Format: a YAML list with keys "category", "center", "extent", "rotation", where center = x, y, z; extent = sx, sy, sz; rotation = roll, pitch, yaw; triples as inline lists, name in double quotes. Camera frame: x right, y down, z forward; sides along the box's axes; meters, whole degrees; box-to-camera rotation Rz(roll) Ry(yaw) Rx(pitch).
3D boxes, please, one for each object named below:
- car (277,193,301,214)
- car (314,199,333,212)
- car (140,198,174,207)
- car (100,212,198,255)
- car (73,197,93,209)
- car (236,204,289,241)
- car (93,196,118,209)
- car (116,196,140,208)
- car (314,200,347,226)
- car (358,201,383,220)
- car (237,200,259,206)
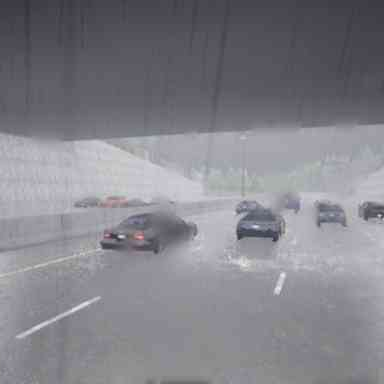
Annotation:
- category: "car"
  center: [10.279, 1.155, 35.297]
  extent: [2.150, 2.045, 5.566]
  rotation: [0, 0, 20]
- category: "car"
  center: [15.244, 1.534, 38.717]
  extent: [1.895, 1.301, 4.718]
  rotation: [0, 0, 20]
- category: "car"
  center: [-3.642, 1.412, 38.532]
  extent: [2.128, 1.511, 4.902]
  rotation: [0, 0, 20]
- category: "car"
  center: [-1.438, 1.520, 13.315]
  extent: [2.033, 1.411, 5.357]
  rotation: [0, 0, 20]
- category: "car"
  center: [-13.196, 1.410, 42.978]
  extent: [1.837, 1.490, 4.892]
  rotation: [0, 0, 20]
- category: "car"
  center: [3.554, 1.533, 16.796]
  extent: [1.994, 1.385, 4.181]
  rotation: [0, 0, 20]
- category: "car"
  center: [-9.858, 1.262, 41.909]
  extent: [2.097, 1.767, 4.553]
  rotation: [0, 0, 20]
- category: "car"
  center: [-6.846, 1.480, 39.961]
  extent: [1.994, 1.385, 4.181]
  rotation: [0, 0, 20]
- category: "car"
  center: [9.517, 1.508, 22.954]
  extent: [2.033, 1.411, 5.357]
  rotation: [0, 0, 20]
- category: "car"
  center: [14.628, 1.461, 26.771]
  extent: [1.837, 1.490, 4.892]
  rotation: [0, 0, 20]
- category: "car"
  center: [5.661, 1.486, 32.839]
  extent: [2.033, 1.411, 5.357]
  rotation: [0, 0, 20]
